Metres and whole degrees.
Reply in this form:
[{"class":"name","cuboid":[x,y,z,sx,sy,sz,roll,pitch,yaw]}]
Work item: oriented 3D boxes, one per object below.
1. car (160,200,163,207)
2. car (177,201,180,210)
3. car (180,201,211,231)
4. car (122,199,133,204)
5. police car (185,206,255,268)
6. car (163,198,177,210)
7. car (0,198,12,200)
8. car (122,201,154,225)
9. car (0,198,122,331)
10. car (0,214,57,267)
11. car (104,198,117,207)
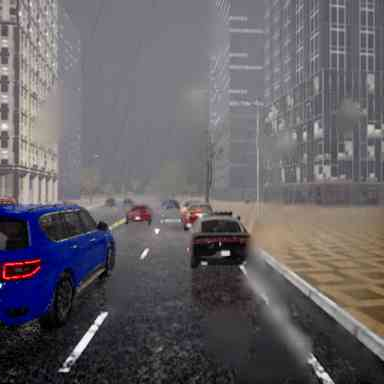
[{"class":"car","cuboid":[-4.672,1.903,61.249,1.812,1.442,4.674,0,0,-9]},{"class":"car","cuboid":[0.077,1.516,27.775,2.097,1.767,4.553,0,0,-4]},{"class":"car","cuboid":[0.451,1.479,21.692,2.097,1.767,4.553,0,0,-3]},{"class":"car","cuboid":[-10.334,1.836,53.794,1.837,1.490,4.892,0,-1,-8]},{"class":"police car","cuboid":[0.851,1.494,11.680,1.930,1.638,5.238,0,0,-2]},{"class":"car","cuboid":[-2.763,1.814,47.758,1.812,1.442,4.674,0,0,-7]},{"class":"car","cuboid":[-10.134,1.312,15.493,2.150,2.045,5.566,0,0,-2]},{"class":"car","cuboid":[-3.968,1.677,25.532,1.812,1.442,4.674,0,0,-4]},{"class":"car","cuboid":[-3.218,1.264,7.129,2.150,2.045,5.566,0,0,-1]},{"class":"car","cuboid":[-6.792,1.636,12.283,1.994,1.385,4.181,0,0,-2]},{"class":"car","cuboid":[-14.376,1.871,58.993,1.837,1.490,4.892,0,-1,-9]}]
